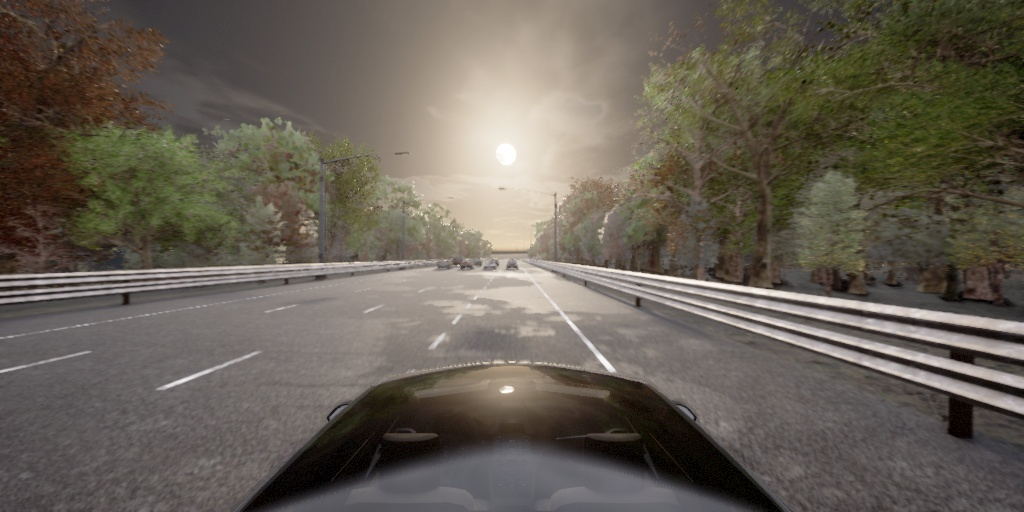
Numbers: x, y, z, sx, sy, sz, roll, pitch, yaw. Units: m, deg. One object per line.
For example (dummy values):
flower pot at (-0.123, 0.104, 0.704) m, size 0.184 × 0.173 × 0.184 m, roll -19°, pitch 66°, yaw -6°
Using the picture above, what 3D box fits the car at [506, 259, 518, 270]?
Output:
car at (0.022, 1.466, 57.086) m, size 1.895 × 1.301 × 4.718 m, roll 0°, pitch 0°, yaw 0°

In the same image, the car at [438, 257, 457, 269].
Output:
car at (-10.478, 1.326, 56.642) m, size 2.128 × 1.511 × 4.902 m, roll 0°, pitch 0°, yaw 0°

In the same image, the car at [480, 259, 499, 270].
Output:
car at (-3.478, 1.456, 57.087) m, size 1.895 × 1.301 × 4.718 m, roll 0°, pitch 0°, yaw 0°

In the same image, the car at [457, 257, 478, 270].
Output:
car at (-6.978, 1.348, 56.642) m, size 1.837 × 1.490 × 4.892 m, roll 0°, pitch 0°, yaw 0°
